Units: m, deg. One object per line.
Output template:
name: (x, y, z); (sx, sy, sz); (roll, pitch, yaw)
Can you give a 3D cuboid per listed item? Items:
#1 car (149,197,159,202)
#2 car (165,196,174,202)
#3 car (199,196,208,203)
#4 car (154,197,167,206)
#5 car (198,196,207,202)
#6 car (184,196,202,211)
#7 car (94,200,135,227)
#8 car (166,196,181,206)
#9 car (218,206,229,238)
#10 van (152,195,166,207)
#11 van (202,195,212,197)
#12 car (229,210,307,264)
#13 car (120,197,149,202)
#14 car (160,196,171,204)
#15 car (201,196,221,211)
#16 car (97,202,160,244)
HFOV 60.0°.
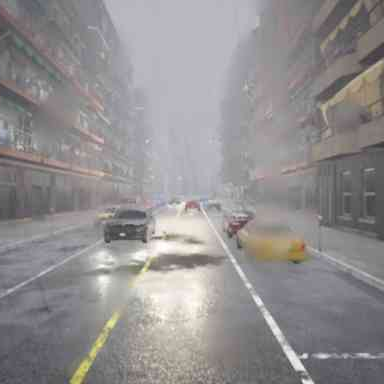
car: (-5.333, 1.606, 39.845); (1.802, 1.307, 4.206); (1, 0, 0)
car: (-5.370, 1.609, 79.541); (1.887, 1.381, 4.507); (1, 0, 0)
car: (2.484, 1.624, 73.908); (1.947, 1.339, 4.313); (1, 0, 0)
car: (-5.342, 1.584, 56.858); (1.887, 1.381, 4.507); (1, 0, 0)
car: (2.477, 1.610, 79.579); (1.887, 1.381, 4.507); (1, 0, 0)
car: (0.050, 1.552, 41.948); (1.812, 1.442, 4.674); (0, 0, 0)
car: (-5.339, 1.538, 22.662); (1.752, 1.417, 4.829); (1, 0, 0)
car: (-2.881, 1.545, 56.380); (1.837, 1.490, 4.892); (0, 0, 0)
car: (2.552, 1.591, 17.200); (1.802, 1.307, 4.206); (1, 0, 0)
van: (-5.333, 1.375, 51.187); (1.690, 1.788, 3.998); (1, 0, 0)
van: (2.514, 1.375, 51.225); (1.690, 1.788, 3.998); (1, 0, 0)
car: (2.560, 1.531, 11.699); (1.752, 1.417, 4.829); (1, 0, 0)
car: (-5.346, 1.331, 28.503); (2.192, 1.841, 5.009); (1, 0, 0)
car: (-5.356, 1.602, 68.199); (2.008, 1.369, 4.403); (1, 0, 0)
car: (2.525, 1.575, 39.883); (2.008, 1.369, 4.403); (1, 0, 0)
car: (-2.870, 1.486, 16.183); (1.882, 1.535, 5.008); (0, 0, 0)
